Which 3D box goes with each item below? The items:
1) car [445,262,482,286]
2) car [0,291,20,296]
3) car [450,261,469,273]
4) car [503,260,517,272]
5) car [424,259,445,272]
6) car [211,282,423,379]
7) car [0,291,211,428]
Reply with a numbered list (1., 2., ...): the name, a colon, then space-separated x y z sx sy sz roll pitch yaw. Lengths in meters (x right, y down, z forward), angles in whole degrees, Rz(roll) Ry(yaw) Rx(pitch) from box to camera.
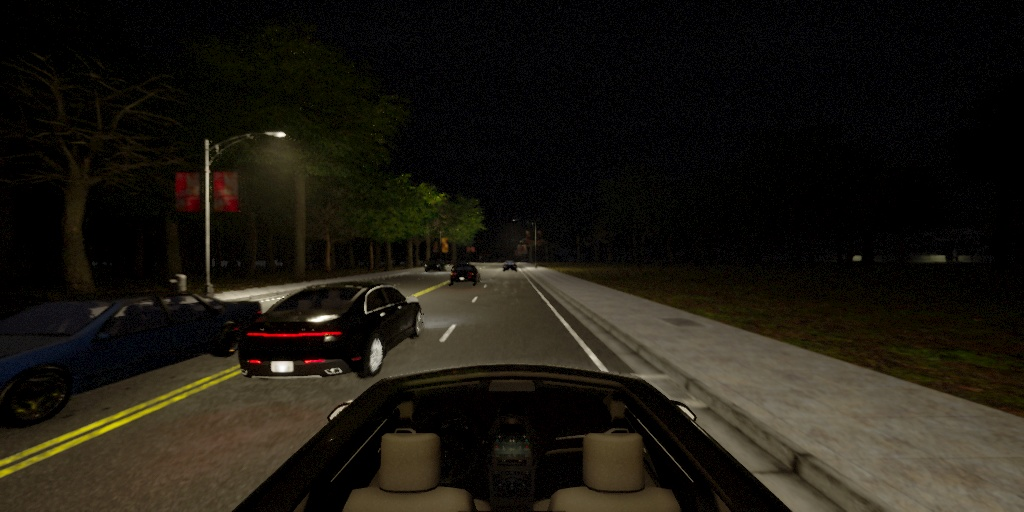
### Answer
1. car: -3.342 1.324 26.010 1.812 1.442 4.674 0 0 -1
2. car: -9.869 1.336 5.807 1.812 1.442 4.674 0 0 0
3. car: -6.953 1.432 48.025 1.994 1.385 4.181 0 0 0
4. car: -0.284 1.430 48.570 1.895 1.301 4.718 0 0 0
5. car: -10.204 1.238 47.775 2.097 1.767 4.553 0 0 0
6. car: -3.182 1.277 7.356 1.837 1.490 4.892 0 0 0
7. car: -6.618 1.339 5.983 2.033 1.411 5.357 0 0 -1
